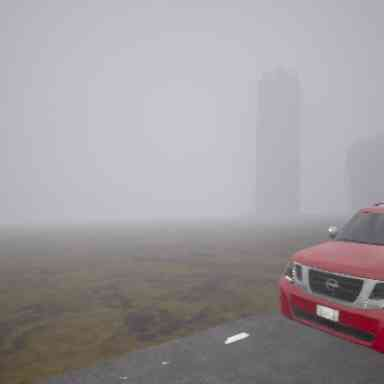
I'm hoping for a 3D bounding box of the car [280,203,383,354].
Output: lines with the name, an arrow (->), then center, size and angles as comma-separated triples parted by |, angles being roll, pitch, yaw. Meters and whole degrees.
car -> 4.011, 1.223, 5.932 | 5.566, 2.045, 2.150 | 0, 0, -35
